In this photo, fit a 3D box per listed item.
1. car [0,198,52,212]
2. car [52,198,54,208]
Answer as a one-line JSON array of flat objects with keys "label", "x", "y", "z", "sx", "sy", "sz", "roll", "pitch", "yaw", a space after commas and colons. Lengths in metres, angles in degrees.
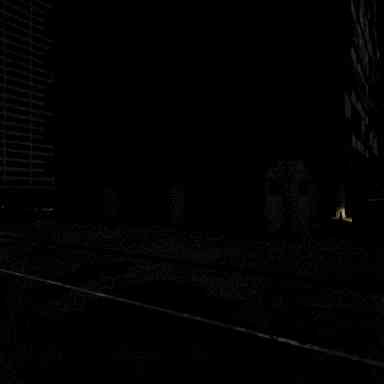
[{"label": "car", "x": -19.790, "y": 1.492, "z": 39.438, "sx": 2.128, "sy": 1.511, "sz": 4.902, "roll": 0, "pitch": 0, "yaw": 33}, {"label": "car", "x": -18.256, "y": 1.221, "z": 48.166, "sx": 2.150, "sy": 2.045, "sz": 5.566, "roll": 0, "pitch": 0, "yaw": 33}]
